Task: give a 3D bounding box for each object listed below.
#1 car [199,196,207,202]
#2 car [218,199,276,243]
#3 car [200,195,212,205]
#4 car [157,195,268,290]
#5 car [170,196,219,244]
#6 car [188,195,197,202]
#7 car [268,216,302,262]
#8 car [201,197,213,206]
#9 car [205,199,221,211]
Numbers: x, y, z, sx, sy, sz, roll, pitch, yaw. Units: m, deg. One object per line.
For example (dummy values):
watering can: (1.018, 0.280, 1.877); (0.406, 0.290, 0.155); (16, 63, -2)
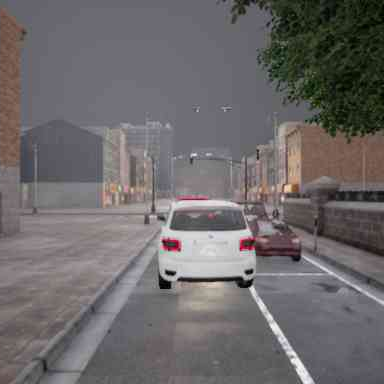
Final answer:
car: (2.761, 1.819, 87.354); (2.008, 1.369, 4.403); (0, 0, 0)
car: (2.670, 1.338, 17.426); (2.192, 1.841, 5.009); (1, 0, 0)
car: (2.734, 1.482, 65.606); (2.192, 1.841, 5.009); (1, 0, 0)
car: (0.203, 1.232, 9.301); (2.150, 2.045, 5.566); (0, 0, -4)
car: (0.103, 1.244, 17.279); (2.150, 2.045, 5.566); (0, 0, 0)
car: (0.113, 1.607, 84.050); (2.097, 1.767, 4.553); (0, 0, 0)
car: (2.660, 1.596, 11.976); (1.802, 1.307, 4.206); (1, 0, 0)
car: (2.725, 1.690, 60.167); (1.887, 1.381, 4.507); (1, 0, 0)
car: (2.703, 1.633, 43.856); (1.887, 1.381, 4.507); (1, 0, 0)
